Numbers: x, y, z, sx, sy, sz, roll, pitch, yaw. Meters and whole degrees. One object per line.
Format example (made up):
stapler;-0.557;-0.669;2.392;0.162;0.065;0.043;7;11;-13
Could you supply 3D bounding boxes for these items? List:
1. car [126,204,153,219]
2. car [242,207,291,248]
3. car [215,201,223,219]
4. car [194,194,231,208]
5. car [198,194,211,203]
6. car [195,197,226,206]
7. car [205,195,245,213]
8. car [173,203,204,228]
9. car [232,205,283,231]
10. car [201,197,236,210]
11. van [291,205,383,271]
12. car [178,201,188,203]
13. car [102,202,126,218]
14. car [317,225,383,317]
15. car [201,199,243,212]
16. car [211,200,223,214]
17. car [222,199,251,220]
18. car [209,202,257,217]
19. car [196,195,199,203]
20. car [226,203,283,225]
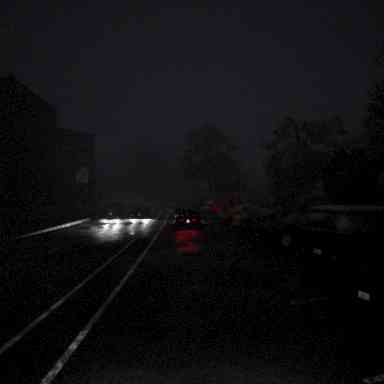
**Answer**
car;-5.020;1.906;33.156;1.994;1.385;4.181;0;0;-3
car;5.169;1.650;15.529;5.008;1.535;2.097;1;0;-21
car;4.814;1.781;27.413;5.008;1.535;2.097;1;-1;-22
car;3.382;1.414;54.147;5.566;2.045;2.435;0;1;-24
car;4.104;1.557;42.251;5.566;2.045;2.435;1;1;-23
car;3.128;1.624;57.100;4.892;1.521;2.231;0;1;-25
car;4.606;1.572;33.372;5.566;2.045;2.435;1;0;-23
car;-0.345;1.775;24.899;1.837;1.490;4.892;0;-1;-2
car;5.085;1.683;18.506;5.008;1.535;2.097;1;-1;-22
car;3.793;1.623;48.216;4.553;1.767;2.185;0;1;-24
van;5.372;1.361;9.642;4.442;1.987;1.878;1;-1;-21
car;-1.138;1.884;42.199;1.994;1.385;4.181;0;0;-3
car;-7.869;1.839;34.165;2.128;1.511;4.902;0;0;-3
car;5.302;1.554;6.618;5.008;1.535;2.097;1;0;-21
car;4.118;1.782;45.324;5.366;1.575;1.946;1;0;-24
car;4.713;1.808;30.381;4.892;1.521;2.231;1;0;-23
car;4.952;1.624;24.451;4.553;1.767;2.185;1;0;-22
car;4.464;1.858;36.342;4.792;1.488;2.163;1;0;-23
car;3.543;1.455;51.149;5.566;2.045;2.435;0;1;-24
car;5.185;1.716;21.544;5.366;1.575;1.946;1;-1;-22
